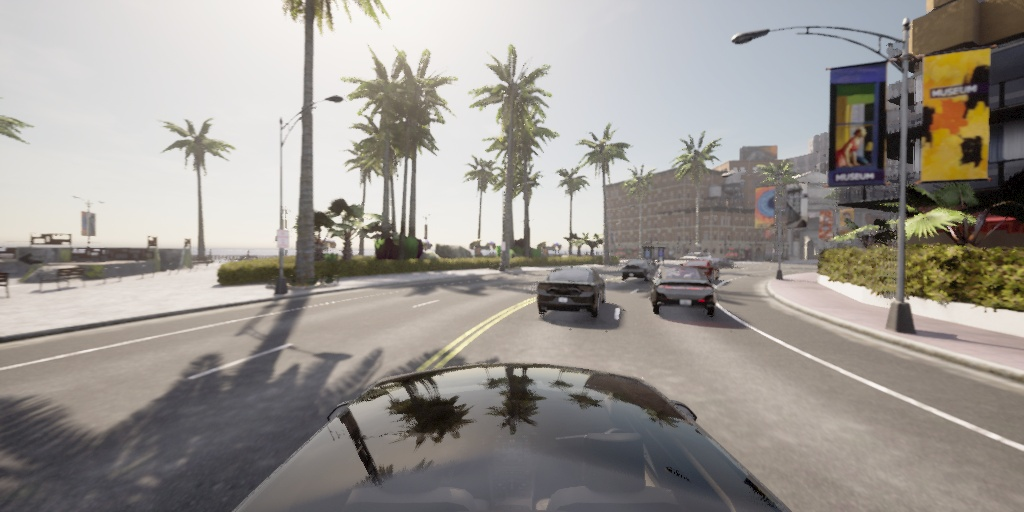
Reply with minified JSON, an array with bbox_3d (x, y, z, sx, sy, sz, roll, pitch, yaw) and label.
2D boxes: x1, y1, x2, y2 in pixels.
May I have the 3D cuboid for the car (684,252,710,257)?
[{"bbox_3d":[25.962,0.515,50.671,5.566,2.045,2.150,0,1,-31],"label":"car"}]

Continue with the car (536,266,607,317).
[{"bbox_3d":[2.257,1.099,12.807,1.882,1.535,5.008,1,1,18],"label":"car"}]

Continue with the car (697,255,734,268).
[{"bbox_3d":[27.197,0.891,47.386,5.357,1.411,2.033,0,1,-32],"label":"car"}]

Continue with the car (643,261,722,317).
[{"bbox_3d":[5.989,1.137,12.941,2.128,1.511,4.902,1,1,20],"label":"car"}]

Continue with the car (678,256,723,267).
[{"bbox_3d":[13.526,1.008,25.720,1.882,1.535,5.008,1,1,37],"label":"car"}]

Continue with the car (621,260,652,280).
[{"bbox_3d":[9.549,1.003,26.244,1.837,1.490,4.892,1,1,37],"label":"car"}]
